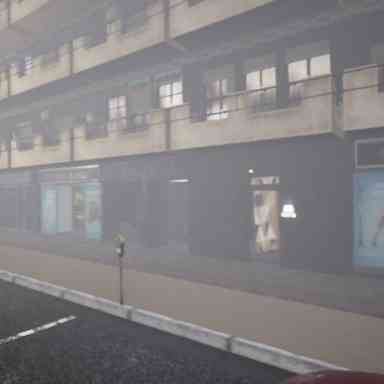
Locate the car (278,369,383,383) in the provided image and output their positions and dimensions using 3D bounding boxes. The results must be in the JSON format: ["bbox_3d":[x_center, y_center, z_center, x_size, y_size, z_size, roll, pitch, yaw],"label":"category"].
[{"bbox_3d":[2.213,1.584,1.310,4.206,1.307,1.802,0,-1,36],"label":"car"}]
